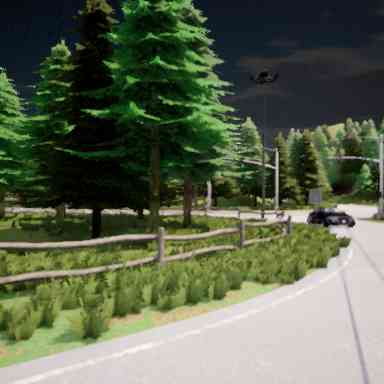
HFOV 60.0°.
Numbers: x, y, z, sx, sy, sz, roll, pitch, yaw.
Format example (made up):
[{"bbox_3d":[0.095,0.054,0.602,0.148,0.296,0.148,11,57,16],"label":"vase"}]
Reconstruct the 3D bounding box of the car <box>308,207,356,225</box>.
[{"bbox_3d":[10.038,1.796,24.176,1.994,1.385,4.181,0,0,-3],"label":"car"}]
